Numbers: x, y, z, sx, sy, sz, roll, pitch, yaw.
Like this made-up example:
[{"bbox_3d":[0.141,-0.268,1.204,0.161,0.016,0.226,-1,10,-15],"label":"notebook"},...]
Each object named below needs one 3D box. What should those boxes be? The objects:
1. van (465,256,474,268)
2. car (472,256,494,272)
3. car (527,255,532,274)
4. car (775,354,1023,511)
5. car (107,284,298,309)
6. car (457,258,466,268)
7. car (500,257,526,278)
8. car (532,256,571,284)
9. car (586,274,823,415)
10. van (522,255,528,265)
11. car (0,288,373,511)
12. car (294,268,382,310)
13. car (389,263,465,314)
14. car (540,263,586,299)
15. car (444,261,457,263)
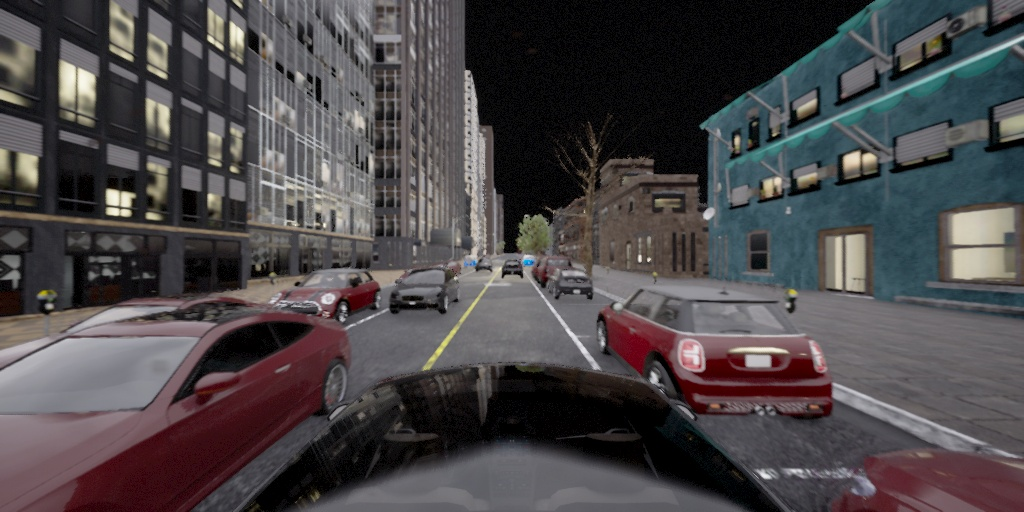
[{"bbox_3d":[-5.807,0.824,50.225,1.690,1.789,3.998,0,0,0],"label":"van"},{"bbox_3d":[-3.105,1.048,40.789,1.837,1.490,4.892,0,0,0],"label":"car"},{"bbox_3d":[2.630,0.922,28.061,2.192,1.841,5.009,0,0,0],"label":"car"},{"bbox_3d":[2.700,1.335,0.325,1.802,1.307,4.207,0,0,0],"label":"car"},{"bbox_3d":[-5.695,1.320,5.852,1.802,1.307,4.207,0,0,0],"label":"car"},{"bbox_3d":[-5.765,1.133,33.585,1.888,1.381,4.507,0,0,0],"label":"car"},{"bbox_3d":[0.026,1.098,31.387,1.837,1.490,4.892,0,1,0],"label":"car"},{"bbox_3d":[2.644,0.954,22.511,2.192,1.841,5.009,0,0,0],"label":"car"},{"bbox_3d":[2.686,1.166,5.874,1.967,1.591,4.097,0,0,0],"label":"car"},{"bbox_3d":[2.560,0.775,55.793,1.690,1.789,3.998,0,0,0],"label":"van"},{"bbox_3d":[-3.102,1.273,3.228,1.812,1.442,4.674,0,0,0],"label":"car"},{"bbox_3d":[-5.709,1.150,11.398,1.967,1.591,4.097,0,0,0],"label":"car"},{"bbox_3d":[-3.118,1.200,13.610,1.837,1.490,4.892,0,0,0],"label":"car"},{"bbox_3d":[2.658,1.220,16.966,2.007,1.370,4.403,0,0,0],"label":"car"},{"bbox_3d":[-5.751,1.202,28.039,1.802,1.307,4.207,0,0,0],"label":"car"}]
